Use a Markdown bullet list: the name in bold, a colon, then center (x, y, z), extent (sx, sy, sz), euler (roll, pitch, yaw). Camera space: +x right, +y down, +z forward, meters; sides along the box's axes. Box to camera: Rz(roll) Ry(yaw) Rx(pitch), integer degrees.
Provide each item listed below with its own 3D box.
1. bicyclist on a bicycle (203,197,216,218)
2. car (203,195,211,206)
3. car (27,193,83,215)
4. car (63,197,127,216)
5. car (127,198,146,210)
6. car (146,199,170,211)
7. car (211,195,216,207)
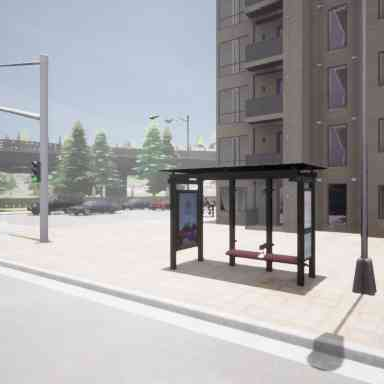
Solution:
- **bicyclist on a bicycle**: center (1.295, 1.245, 26.646), extent (1.656, 1.620, 0.582), euler (0, 0, 36)
- **car**: center (1.720, 1.296, 48.578), extent (4.553, 1.767, 2.097), euler (0, 0, -31)
- **car**: center (-13.250, 1.166, 32.941), extent (2.150, 2.045, 5.566), euler (0, 0, 37)
- **car**: center (-9.318, 1.492, 32.392), extent (2.033, 1.411, 5.357), euler (0, 0, 37)
- **car**: center (-6.683, 1.492, 41.313), extent (2.033, 1.411, 5.357), euler (0, 0, 40)
- **car**: center (-2.868, 1.545, 40.327), extent (1.895, 1.301, 4.718), euler (0, 0, 43)
- **car**: center (5.546, 1.450, 46.898), extent (4.892, 1.490, 1.837), euler (0, 0, -28)
